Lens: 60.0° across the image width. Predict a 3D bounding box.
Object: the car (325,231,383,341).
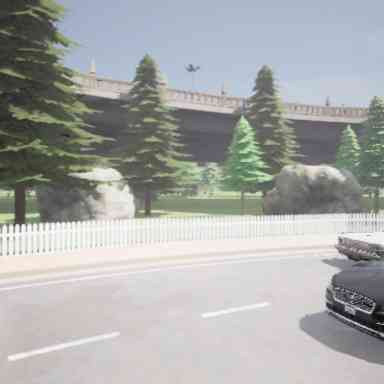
[{"bbox_3d":[4.596,1.473,5.650,4.892,1.490,1.837,0,0,-19],"label":"car"}]
